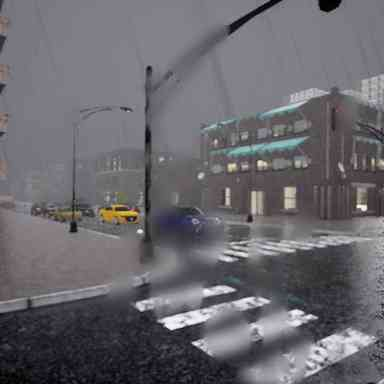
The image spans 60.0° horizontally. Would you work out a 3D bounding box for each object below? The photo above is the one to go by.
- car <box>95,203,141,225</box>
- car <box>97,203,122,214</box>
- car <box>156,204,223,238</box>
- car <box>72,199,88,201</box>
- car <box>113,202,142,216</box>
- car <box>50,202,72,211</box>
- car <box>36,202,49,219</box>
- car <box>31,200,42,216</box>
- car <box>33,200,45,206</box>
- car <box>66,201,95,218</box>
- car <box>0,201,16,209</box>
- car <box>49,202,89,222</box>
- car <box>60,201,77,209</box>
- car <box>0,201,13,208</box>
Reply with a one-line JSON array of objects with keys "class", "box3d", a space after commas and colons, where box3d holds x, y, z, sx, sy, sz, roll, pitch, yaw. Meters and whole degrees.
[{"class": "car", "box3d": [-6.083, 1.854, 27.639, 1.882, 1.535, 5.008, 1, -1, -35]}, {"class": "car", "box3d": [-11.153, 2.220, 44.671, 1.802, 1.307, 4.206, 0, -1, -36]}, {"class": "car", "box3d": [-0.258, 1.610, 19.492, 2.097, 1.767, 4.553, 1, -1, -36]}, {"class": "car", "box3d": [-15.453, 2.161, 46.154, 1.837, 1.490, 4.892, 1, -1, -35]}, {"class": "car", "box3d": [-7.836, 2.010, 40.067, 1.967, 1.590, 4.097, 0, -1, -36]}, {"class": "car", "box3d": [-21.492, 2.328, 54.526, 2.033, 1.411, 5.357, 1, -1, -36]}, {"class": "car", "box3d": [-14.703, 2.034, 35.191, 2.008, 1.369, 4.403, 0, -1, -36]}, {"class": "car", "box3d": [-17.975, 1.992, 39.831, 1.967, 1.590, 4.097, 0, -1, -36]}, {"class": "car", "box3d": [-37.661, 2.721, 81.757, 1.752, 1.417, 4.829, 0, -1, -36]}, {"class": "car", "box3d": [-11.901, 2.003, 35.791, 1.837, 1.490, 4.892, 1, -1, -35]}, {"class": "car", "box3d": [-34.493, 2.442, 62.914, 1.887, 1.381, 4.507, 0, -1, -36]}, {"class": "car", "box3d": [-11.346, 1.938, 30.404, 1.752, 1.417, 4.829, 0, -1, -36]}, {"class": "car", "box3d": [-23.307, 2.431, 62.479, 1.812, 1.442, 4.674, 1, -1, -36]}, {"class": "car", "box3d": [-37.795, 2.517, 67.533, 2.008, 1.369, 4.403, 0, -1, -36]}]
